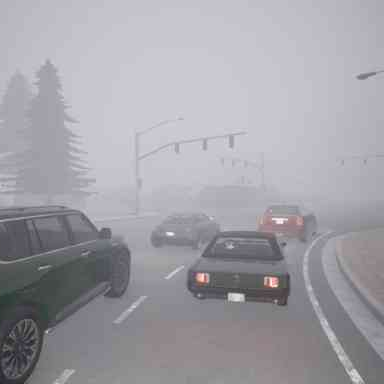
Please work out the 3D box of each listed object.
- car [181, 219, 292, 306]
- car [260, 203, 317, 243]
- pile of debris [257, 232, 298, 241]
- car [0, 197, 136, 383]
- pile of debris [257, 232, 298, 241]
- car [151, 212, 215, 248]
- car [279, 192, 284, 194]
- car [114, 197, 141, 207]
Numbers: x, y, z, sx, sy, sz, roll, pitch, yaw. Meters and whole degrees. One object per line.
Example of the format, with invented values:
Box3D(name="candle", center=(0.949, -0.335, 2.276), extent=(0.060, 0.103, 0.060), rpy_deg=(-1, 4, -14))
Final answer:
Box3D(name="car", center=(1.327, 1.590, 8.097), extent=(1.895, 1.301, 4.718), rpy_deg=(0, 0, 14))
Box3D(name="car", center=(4.801, 1.324, 16.375), extent=(2.097, 1.767, 4.553), rpy_deg=(0, 0, 27))
Box3D(name="pile of debris", center=(4.182, 2.149, 16.133), extent=(1.500, 0.140, 1.860), rpy_deg=(0, 0, 29))
Box3D(name="car", center=(-2.789, 1.222, 5.493), extent=(2.150, 2.045, 5.566), rpy_deg=(0, 0, 8))
Box3D(name="pile of debris", center=(4.182, 2.149, 16.133), extent=(1.500, 0.140, 1.860), rpy_deg=(0, 0, 29))
Box3D(name="car", center=(-0.128, 1.548, 14.454), extent=(1.994, 1.385, 4.181), rpy_deg=(0, 0, 20))
Box3D(name="car", center=(24.754, 1.052, 92.186), extent=(4.605, 1.855, 1.932), rpy_deg=(0, 0, 40))
Box3D(name="car", center=(-10.383, 1.539, 53.398), extent=(4.674, 1.442, 1.812), rpy_deg=(0, 0, 40))
